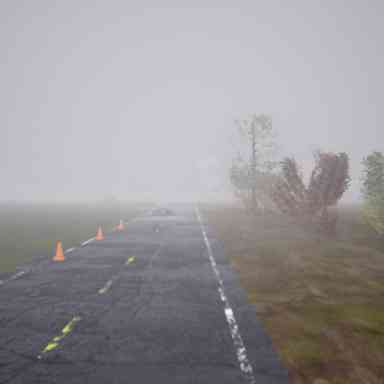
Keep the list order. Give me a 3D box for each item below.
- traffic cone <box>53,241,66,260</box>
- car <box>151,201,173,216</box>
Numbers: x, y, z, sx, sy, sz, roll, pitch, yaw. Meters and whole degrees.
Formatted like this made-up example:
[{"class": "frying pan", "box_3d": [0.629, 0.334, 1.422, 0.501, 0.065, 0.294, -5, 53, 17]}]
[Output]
[{"class": "traffic cone", "box_3d": [-4.535, 1.993, 11.391, 0.340, 0.580, 0.340, 0, 0, 0]}, {"class": "car", "box_3d": [-3.055, 1.621, 33.972, 1.812, 1.442, 4.674, 0, 0, -8]}]
